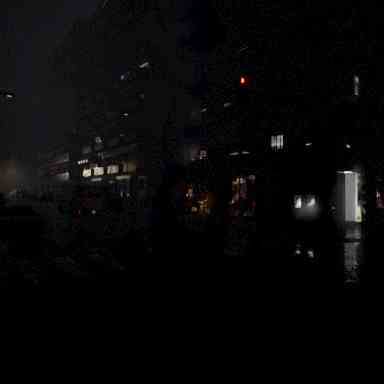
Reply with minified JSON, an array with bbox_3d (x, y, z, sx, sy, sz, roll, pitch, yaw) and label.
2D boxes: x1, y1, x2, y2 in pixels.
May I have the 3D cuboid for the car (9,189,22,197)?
[{"bbox_3d":[-37.478,0.270,70.493,1.967,1.590,4.097,2,0,-36],"label":"car"}]

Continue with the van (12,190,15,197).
[{"bbox_3d":[-34.174,0.259,65.899,1.690,1.788,3.998,2,0,-36],"label":"van"}]

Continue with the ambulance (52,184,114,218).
[{"bbox_3d":[-8.543,0.664,25.608,2.351,2.431,6.366,1,1,-36],"label":"ambulance"}]

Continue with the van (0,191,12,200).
[{"bbox_3d":[-14.563,0.880,24.255,1.690,1.788,3.998,2,0,-36],"label":"van"}]

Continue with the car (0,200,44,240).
[{"bbox_3d":[-7.967,1.259,15.069,1.887,1.381,4.507,2,0,-36],"label":"car"}]

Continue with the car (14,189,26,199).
[{"bbox_3d":[-30.977,0.528,61.444,1.752,1.417,4.829,2,0,-36],"label":"car"}]

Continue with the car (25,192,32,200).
[{"bbox_3d":[-24.276,0.746,52.119,1.947,1.339,4.313,2,0,-36],"label":"car"}]

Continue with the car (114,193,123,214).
[{"bbox_3d":[-7.762,0.935,29.152,2.192,1.841,5.009,2,0,-36],"label":"car"}]

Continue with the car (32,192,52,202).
[{"bbox_3d":[-20.971,0.709,47.526,1.967,1.590,4.097,2,0,-36],"label":"car"}]
